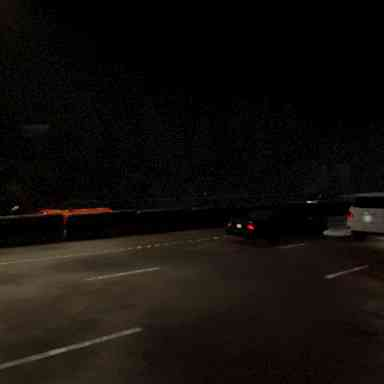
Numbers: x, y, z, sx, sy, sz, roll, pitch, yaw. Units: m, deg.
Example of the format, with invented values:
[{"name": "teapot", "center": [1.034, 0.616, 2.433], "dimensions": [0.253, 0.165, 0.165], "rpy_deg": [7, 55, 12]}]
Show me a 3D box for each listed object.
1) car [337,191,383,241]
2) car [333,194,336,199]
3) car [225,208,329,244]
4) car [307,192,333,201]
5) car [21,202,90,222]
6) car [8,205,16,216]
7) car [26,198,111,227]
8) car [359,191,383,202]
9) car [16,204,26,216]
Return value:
[{"name": "car", "center": [8.998, 1.044, 14.460], "dimensions": [5.566, 2.045, 2.150], "rpy_deg": [-1, 1, -35]}, {"name": "car", "center": [24.325, 0.656, 51.375], "dimensions": [4.674, 1.442, 1.812], "rpy_deg": [-2, 1, -35]}, {"name": "car", "center": [3.981, 1.420, 15.181], "dimensions": [5.357, 1.411, 2.033], "rpy_deg": [-1, 1, -35]}, {"name": "car", "center": [20.739, 0.727, 53.121], "dimensions": [5.357, 1.411, 2.033], "rpy_deg": [-2, 1, -35]}, {"name": "car", "center": [-10.765, 1.538, 26.406], "dimensions": [4.718, 1.301, 1.895], "rpy_deg": [-1, 0, -35]}, {"name": "car", "center": [-13.344, 1.297, 28.866], "dimensions": [4.553, 1.767, 2.097], "rpy_deg": [-1, 0, -35]}, {"name": "car", "center": [-7.264, 1.297, 20.305], "dimensions": [4.553, 1.767, 2.097], "rpy_deg": [-1, 0, -35]}, {"name": "car", "center": [26.623, 0.626, 48.720], "dimensions": [4.892, 1.490, 1.837], "rpy_deg": [-2, 1, -35]}, {"name": "car", "center": [-9.292, 1.471, 23.158], "dimensions": [4.674, 1.442, 1.812], "rpy_deg": [-1, 0, -35]}]
